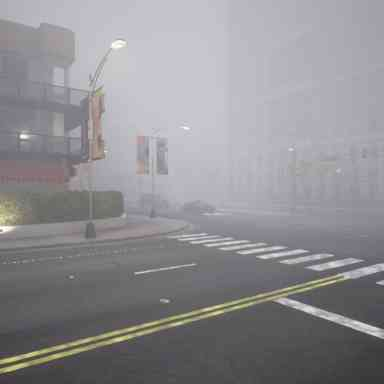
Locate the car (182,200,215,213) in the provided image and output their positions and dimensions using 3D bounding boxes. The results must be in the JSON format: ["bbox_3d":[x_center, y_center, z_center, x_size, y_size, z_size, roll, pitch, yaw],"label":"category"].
[{"bbox_3d":[0.701,1.564,36.686,1.994,1.385,4.181,0,0,-35],"label":"car"}]

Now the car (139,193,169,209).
[{"bbox_3d":[-5.237,1.221,45.321,2.150,2.045,5.566,0,0,-35],"label":"car"}]
